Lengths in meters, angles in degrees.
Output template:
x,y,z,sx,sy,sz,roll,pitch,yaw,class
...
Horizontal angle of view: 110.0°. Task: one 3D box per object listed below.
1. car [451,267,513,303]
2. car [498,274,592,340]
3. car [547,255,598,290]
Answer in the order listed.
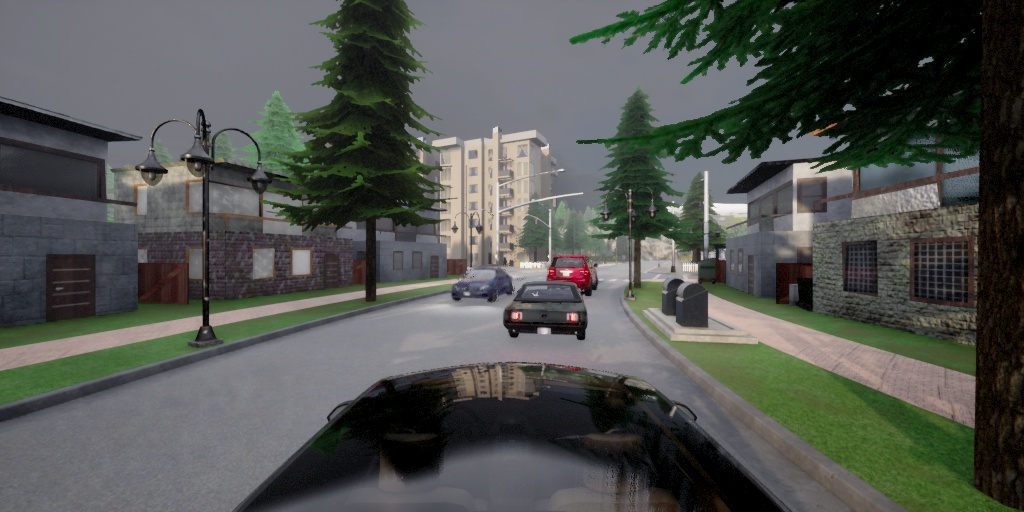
x,y,z,sx,sy,sz,roll,pitch,yaw,class
-1.219,1.276,16.870,1.812,1.442,4.674,0,0,16,car
1.076,1.351,10.025,1.895,1.301,4.718,0,0,9,car
3.379,0.971,19.519,2.150,2.045,5.566,0,0,18,car
